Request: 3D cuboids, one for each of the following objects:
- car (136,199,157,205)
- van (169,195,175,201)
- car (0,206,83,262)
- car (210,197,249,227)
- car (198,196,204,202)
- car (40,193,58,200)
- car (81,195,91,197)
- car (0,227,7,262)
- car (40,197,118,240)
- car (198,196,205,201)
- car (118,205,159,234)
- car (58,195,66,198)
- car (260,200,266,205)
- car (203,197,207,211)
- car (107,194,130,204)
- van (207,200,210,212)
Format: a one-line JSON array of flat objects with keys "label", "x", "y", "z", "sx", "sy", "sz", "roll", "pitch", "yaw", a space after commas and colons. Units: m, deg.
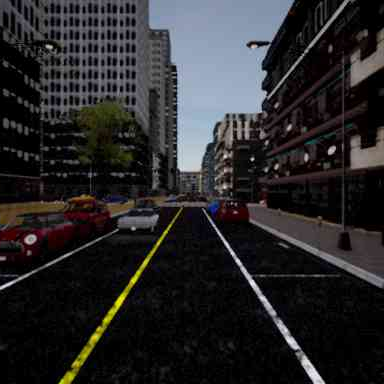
[{"label": "car", "x": -5.672, "y": 1.669, "z": 39.679, "sx": 1.947, "sy": 1.339, "sz": 4.313, "roll": 0, "pitch": 0, "yaw": 0}, {"label": "van", "x": -5.644, "y": 1.606, "z": 94.538, "sx": 1.690, "sy": 1.788, "sz": 3.998, "roll": 0, "pitch": 0, "yaw": 0}, {"label": "car", "x": -5.687, "y": 1.470, "z": 11.925, "sx": 1.967, "sy": 1.590, "sz": 4.097, "roll": 0, "pitch": 0, "yaw": 0}, {"label": "car", "x": 2.700, "y": 1.373, "z": 23.024, "sx": 2.192, "sy": 1.841, "sz": 5.009, "roll": 0, "pitch": 0, "yaw": 0}, {"label": "car", "x": 2.732, "y": 1.799, "z": 84.566, "sx": 1.947, "sy": 1.339, "sz": 4.313, "roll": 0, "pitch": 0, "yaw": 0}, {"label": "car", "x": -27.338, "y": 1.003, "z": 59.523, "sx": 5.009, "sy": 1.841, "sz": 2.192, "roll": 1, "pitch": -1, "yaw": -1}, {"label": "car", "x": -21.996, "y": 1.312, "z": 68.044, "sx": 4.829, "sy": 1.417, "sz": 1.752, "roll": 1, "pitch": -1, "yaw": -1}, {"label": "car", "x": -5.689, "y": 1.598, "z": 6.374, "sx": 1.802, "sy": 1.307, "sz": 4.206, "roll": 0, "pitch": 0, "yaw": 0}, {"label": "car", "x": -5.683, "y": 1.359, "z": 17.476, "sx": 2.192, "sy": 1.841, "sz": 5.009, "roll": 0, "pitch": 0, "yaw": 0}, {"label": "car", "x": 2.737, "y": 1.809, "z": 94.533, "sx": 1.887, "sy": 1.381, "sz": 4.507, "roll": 0, "pitch": 0, "yaw": 0}, {"label": "car", "x": -3.091, "y": 1.651, "z": 19.850, "sx": 1.895, "sy": 1.301, "sz": 4.718, "roll": 0, "pitch": 0, "yaw": 0}, {"label": "car", "x": -27.441, "y": 1.251, "z": 67.898, "sx": 4.313, "sy": 1.339, "sz": 1.947, "roll": 1, "pitch": -1, "yaw": -1}, {"label": "car", "x": 16.063, "y": 1.941, "z": 68.367, "sx": 4.097, "sy": 1.590, "sz": 1.967, "roll": 1, "pitch": -1, "yaw": -1}, {"label": "car", "x": 2.708, "y": 1.543, "z": 39.676, "sx": 1.967, "sy": 1.590, "sz": 4.097, "roll": 0, "pitch": 0, "yaw": 0}, {"label": "car", "x": -13.909, "y": 1.225, "z": 62.339, "sx": 4.553, "sy": 1.767, "sz": 2.097, "roll": 1, "pitch": 0, "yaw": -1}, {"label": "van", "x": 2.705, "y": 1.428, "z": 34.126, "sx": 1.690, "sy": 1.788, "sz": 3.998, "roll": 0, "pitch": 0, "yaw": 0}]
